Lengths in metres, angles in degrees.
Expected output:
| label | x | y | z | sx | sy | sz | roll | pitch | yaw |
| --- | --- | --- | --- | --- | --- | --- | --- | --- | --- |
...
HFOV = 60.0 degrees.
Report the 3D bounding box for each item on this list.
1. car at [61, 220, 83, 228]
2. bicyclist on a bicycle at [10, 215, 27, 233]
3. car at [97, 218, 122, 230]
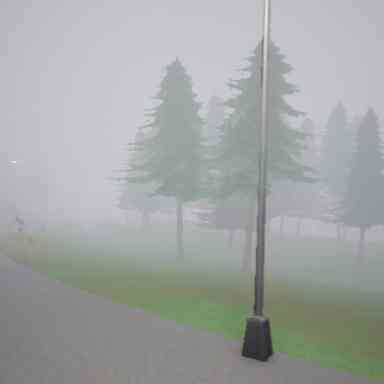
| label | x | y | z | sx | sy | sz | roll | pitch | yaw |
| --- | --- | --- | --- | --- | --- | --- | --- | --- | --- |
| car | -20.442 | 5.478 | 56.997 | 1.994 | 1.385 | 4.181 | 1 | -6 | 17 |
| bicyclist on a bicycle | -16.196 | 2.998 | 30.888 | 1.656 | 1.620 | 0.582 | 3 | -5 | -14 |
| car | -16.588 | 6.392 | 66.700 | 2.150 | 2.045 | 5.566 | 1 | -7 | 31 |
